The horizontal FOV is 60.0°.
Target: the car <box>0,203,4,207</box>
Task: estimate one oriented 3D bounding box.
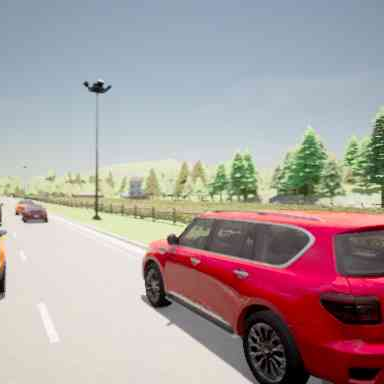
[{"bbox_3d":[-15.781,1.435,25.500,2.150,2.045,5.566,1,-1,-30],"label":"car"}]

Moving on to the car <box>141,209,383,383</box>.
[{"bbox_3d":[0.995,1.301,5.706,2.150,2.045,5.566,1,-1,-30],"label":"car"}]

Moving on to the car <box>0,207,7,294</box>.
[{"bbox_3d":[-5.948,1.421,8.476,2.097,1.767,4.553,1,-1,-30],"label":"car"}]

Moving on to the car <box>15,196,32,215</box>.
[{"bbox_3d":[-19.351,1.698,38.590,2.097,1.767,4.553,1,-1,-29],"label":"car"}]

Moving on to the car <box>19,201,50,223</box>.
[{"bbox_3d":[-13.479,1.787,28.454,1.812,1.442,4.674,1,-1,-30],"label":"car"}]
